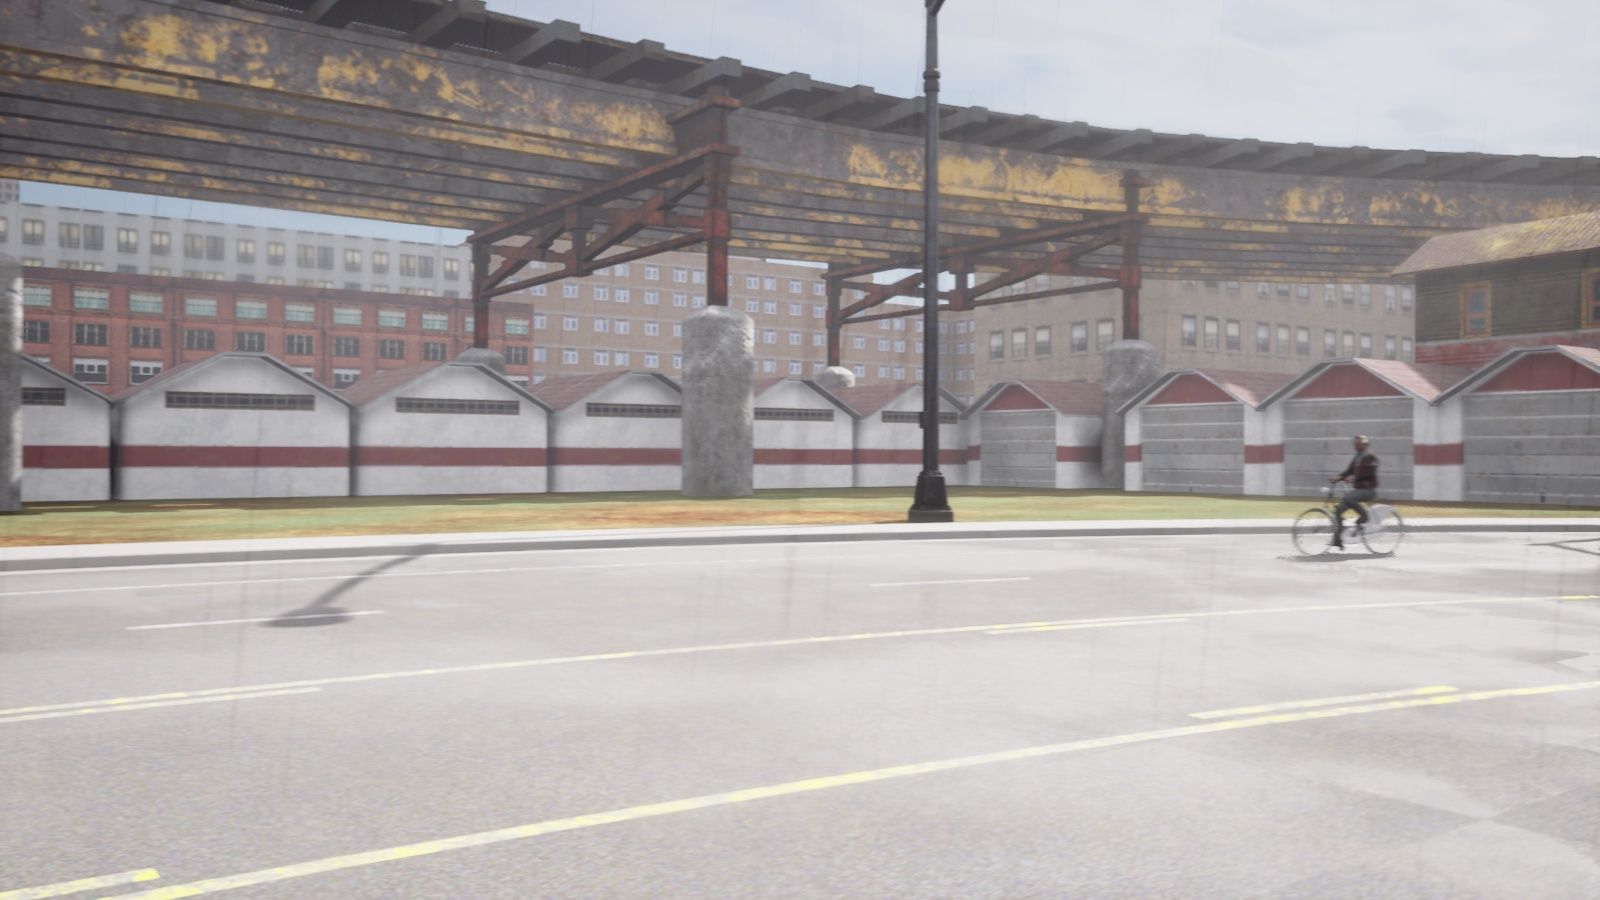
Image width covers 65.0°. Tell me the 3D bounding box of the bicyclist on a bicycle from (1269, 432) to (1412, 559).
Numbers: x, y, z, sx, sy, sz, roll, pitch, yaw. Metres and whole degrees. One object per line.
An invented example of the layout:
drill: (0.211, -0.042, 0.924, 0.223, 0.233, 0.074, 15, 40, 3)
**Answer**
bicyclist on a bicycle: (7.795, 0.636, 18.132, 1.843, 1.776, 0.659, 0, 1, -13)
